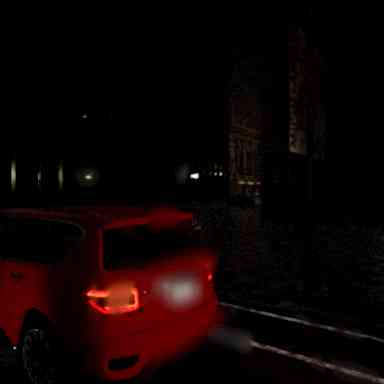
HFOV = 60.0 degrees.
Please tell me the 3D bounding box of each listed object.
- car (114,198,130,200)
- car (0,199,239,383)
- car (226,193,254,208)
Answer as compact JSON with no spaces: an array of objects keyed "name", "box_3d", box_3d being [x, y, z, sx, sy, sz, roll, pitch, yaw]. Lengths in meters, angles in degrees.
[{"name":"car","box_3d":[-6.648,1.332,30.319,2.097,1.767,4.553,0,0,36]},{"name":"car","box_3d":[-2.272,1.211,5.319,5.566,2.045,2.150,0,0,36]},{"name":"car","box_3d":[7.228,1.237,49.418,2.150,2.045,5.566,0,0,36]}]
